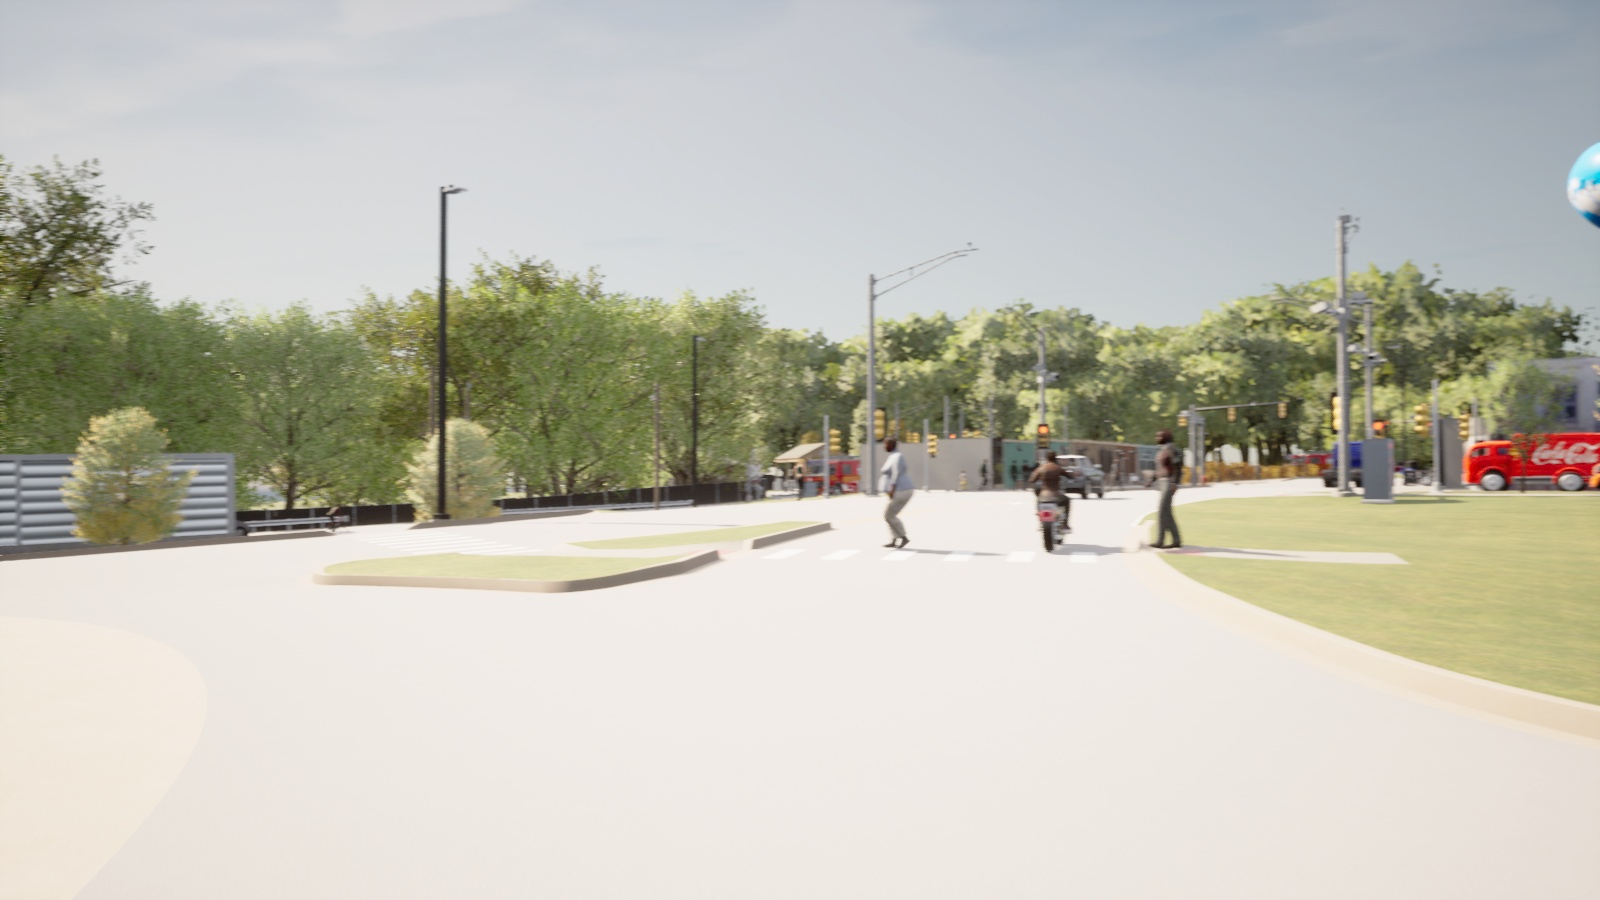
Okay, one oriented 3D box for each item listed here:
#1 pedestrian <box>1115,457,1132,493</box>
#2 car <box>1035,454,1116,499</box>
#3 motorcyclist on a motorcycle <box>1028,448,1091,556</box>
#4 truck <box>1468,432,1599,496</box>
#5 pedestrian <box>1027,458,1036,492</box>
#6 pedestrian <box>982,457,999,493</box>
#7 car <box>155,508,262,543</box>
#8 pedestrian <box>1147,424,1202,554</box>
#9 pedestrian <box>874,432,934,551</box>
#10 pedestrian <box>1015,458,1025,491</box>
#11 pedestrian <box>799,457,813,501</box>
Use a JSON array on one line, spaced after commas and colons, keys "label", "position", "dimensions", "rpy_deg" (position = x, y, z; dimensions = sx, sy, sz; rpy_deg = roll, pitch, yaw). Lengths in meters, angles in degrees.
[{"label": "pedestrian", "position": [16.655, 1.295, 64.634], "dimensions": [0.694, 1.848, 0.540], "rpy_deg": [-1, -2, 29]}, {"label": "car", "position": [9.505, 0.901, 43.137], "dimensions": [1.970, 1.475, 3.806], "rpy_deg": [-1, -1, 25]}, {"label": "motorcyclist on a motorcycle", "position": [4.274, 0.808, 20.554], "dimensions": [0.766, 1.649, 2.350], "rpy_deg": [-1, 0, 17]}, {"label": "truck", "position": [30.000, 0.607, 50.571], "dimensions": [5.204, 2.467, 2.627], "rpy_deg": [-1, -2, 33]}, {"label": "pedestrian", "position": [13.150, 1.400, 71.323], "dimensions": [0.402, 1.930, 0.666], "rpy_deg": [0, -2, 6]}, {"label": "pedestrian", "position": [10.407, 1.352, 68.506], "dimensions": [0.788, 1.949, 0.423], "rpy_deg": [-1, -2, 37]}, {"label": "car", "position": [-30.202, 3.825, 64.221], "dimensions": [2.007, 1.525, 4.514], "rpy_deg": [-1, 0, 37]}, {"label": "pedestrian", "position": [5.603, 0.578, 18.790], "dimensions": [0.666, 1.930, 0.402], "rpy_deg": [0, -2, -4]}, {"label": "pedestrian", "position": [1.676, 0.664, 20.063], "dimensions": [0.900, 1.855, 0.874], "rpy_deg": [0, -2, 8]}, {"label": "pedestrian", "position": [12.481, 1.398, 71.145], "dimensions": [0.353, 1.847, 0.614], "rpy_deg": [-1, -2, 33]}, {"label": "pedestrian", "position": [0.251, 1.215, 52.278], "dimensions": [0.345, 1.836, 0.594], "rpy_deg": [-1, -2, 32]}]
